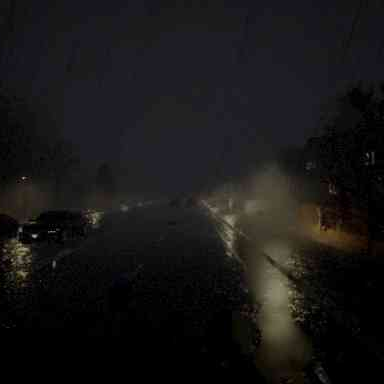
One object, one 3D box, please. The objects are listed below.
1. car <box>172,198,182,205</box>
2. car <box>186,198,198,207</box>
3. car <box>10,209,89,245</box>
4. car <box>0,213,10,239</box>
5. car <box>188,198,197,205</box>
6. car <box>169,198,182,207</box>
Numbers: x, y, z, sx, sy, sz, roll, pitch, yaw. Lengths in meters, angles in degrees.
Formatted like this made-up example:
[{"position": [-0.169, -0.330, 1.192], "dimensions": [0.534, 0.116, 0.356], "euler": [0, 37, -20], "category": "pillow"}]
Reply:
[{"position": [-3.230, 2.016, 72.228], "dimensions": [1.837, 1.490, 4.892], "euler": [0, -1, 0], "category": "car"}, {"position": [0.019, 1.898, 61.192], "dimensions": [2.097, 1.767, 4.553], "euler": [0, -1, 0], "category": "car"}, {"position": [-6.557, 1.643, 16.314], "dimensions": [1.837, 1.490, 4.892], "euler": [0, -1, 0], "category": "car"}, {"position": [-9.814, 1.654, 15.402], "dimensions": [1.812, 1.442, 4.674], "euler": [0, -1, 0], "category": "car"}, {"position": [0.020, 2.028, 71.398], "dimensions": [1.837, 1.490, 4.892], "euler": [0, -1, 0], "category": "car"}, {"position": [-3.230, 2.039, 62.096], "dimensions": [2.128, 1.511, 4.902], "euler": [0, -1, 0], "category": "car"}]
